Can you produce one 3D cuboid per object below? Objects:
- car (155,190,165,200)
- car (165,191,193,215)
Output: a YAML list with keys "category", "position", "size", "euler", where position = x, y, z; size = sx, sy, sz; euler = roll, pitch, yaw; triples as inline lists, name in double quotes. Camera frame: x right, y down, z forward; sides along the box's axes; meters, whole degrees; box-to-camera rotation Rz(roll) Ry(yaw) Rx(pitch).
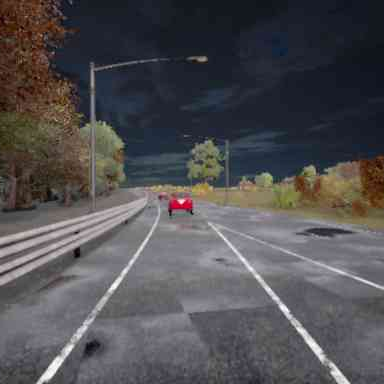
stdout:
- category: "car"
  position: [-5.707, 0.808, 65.241]
  size: [1.882, 1.535, 5.008]
  euler: [0, 1, -10]
- category: "car"
  position: [-1.142, 0.948, 30.971]
  size: [2.150, 2.045, 5.566]
  euler: [0, 0, -5]
